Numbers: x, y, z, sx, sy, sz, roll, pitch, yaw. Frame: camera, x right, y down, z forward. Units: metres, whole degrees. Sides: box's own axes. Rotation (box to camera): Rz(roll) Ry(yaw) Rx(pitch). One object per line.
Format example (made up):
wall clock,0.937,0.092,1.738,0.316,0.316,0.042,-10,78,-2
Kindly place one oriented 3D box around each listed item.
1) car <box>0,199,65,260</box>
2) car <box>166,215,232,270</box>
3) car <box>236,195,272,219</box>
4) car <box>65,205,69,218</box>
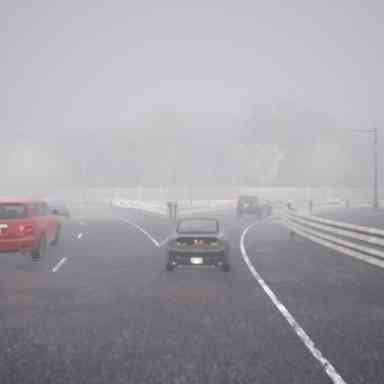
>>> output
car,-6.441,1.264,12.506,2.150,2.045,5.566,0,0,-13
car,0.262,1.541,11.117,1.837,1.490,4.892,0,0,3
car,5.784,1.318,30.654,2.150,2.045,5.566,0,0,27
car,-12.470,1.664,30.875,1.994,1.385,4.181,0,0,-22
